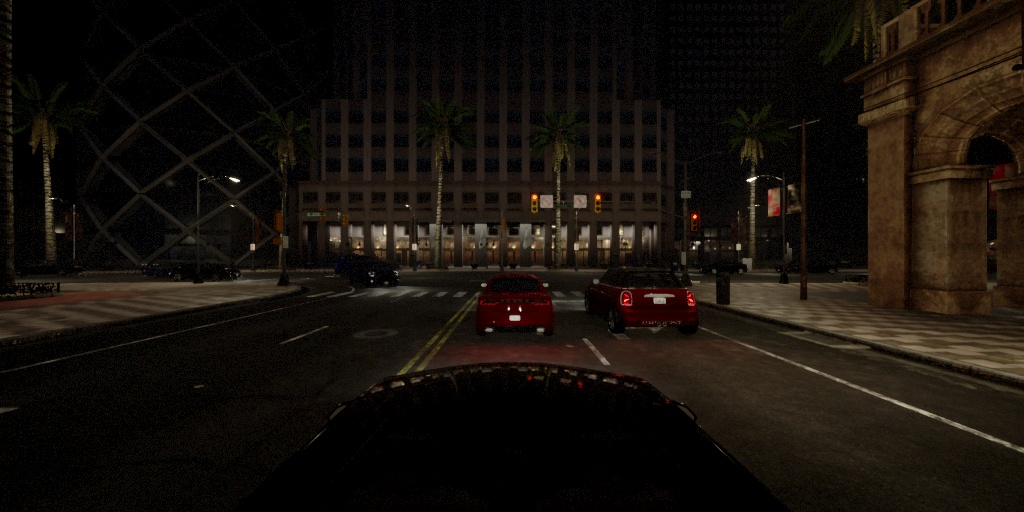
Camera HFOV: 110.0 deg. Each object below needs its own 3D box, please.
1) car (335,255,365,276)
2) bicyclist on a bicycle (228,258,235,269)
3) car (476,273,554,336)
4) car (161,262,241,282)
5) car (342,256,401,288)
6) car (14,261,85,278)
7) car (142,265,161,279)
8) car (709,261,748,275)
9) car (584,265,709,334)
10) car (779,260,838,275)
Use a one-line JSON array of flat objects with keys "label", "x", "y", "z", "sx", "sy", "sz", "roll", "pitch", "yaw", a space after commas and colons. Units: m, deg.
[{"label": "car", "x": -12.951, "y": 0.971, "z": 32.268, "sx": 5.566, "sy": 2.045, "sz": 2.150, "roll": 0, "pitch": 0, "yaw": 0}, {"label": "bicyclist on a bicycle", "x": -35.748, "y": 1.050, "z": 45.712, "sx": 0.582, "sy": 1.620, "sz": 1.656, "roll": 0, "pitch": 0, "yaw": -12}, {"label": "car", "x": 0.080, "y": 1.228, "z": 10.455, "sx": 1.882, "sy": 1.535, "sz": 5.008, "roll": 0, "pitch": 0, "yaw": 0}, {"label": "car", "x": -24.383, "y": 1.255, "z": 28.561, "sx": 4.892, "sy": 1.490, "sz": 1.837, "roll": 0, "pitch": 0, "yaw": -2}, {"label": "car", "x": -9.320, "y": 1.102, "z": 24.004, "sx": 2.097, "sy": 1.767, "sz": 4.553, "roll": 0, "pitch": 0, "yaw": -43}, {"label": "car", "x": -44.634, "y": 1.241, "z": 34.309, "sx": 4.902, "sy": 1.511, "sz": 2.128, "roll": 0, "pitch": 0, "yaw": -28}, {"label": "car", "x": -29.216, "y": 1.297, "z": 31.782, "sx": 5.357, "sy": 1.411, "sz": 2.033, "roll": 0, "pitch": 0, "yaw": -7}, {"label": "car", "x": 23.171, "y": 1.255, "z": 39.380, "sx": 4.892, "sy": 1.490, "sz": 1.837, "roll": 0, "pitch": 0, "yaw": 0}, {"label": "car", "x": 3.582, "y": 1.102, "z": 10.796, "sx": 2.097, "sy": 1.767, "sz": 4.553, "roll": 0, "pitch": 0, "yaw": 0}, {"label": "car", "x": 32.809, "y": 1.228, "z": 39.348, "sx": 5.008, "sy": 1.535, "sz": 1.882, "roll": 0, "pitch": 0, "yaw": 0}]
